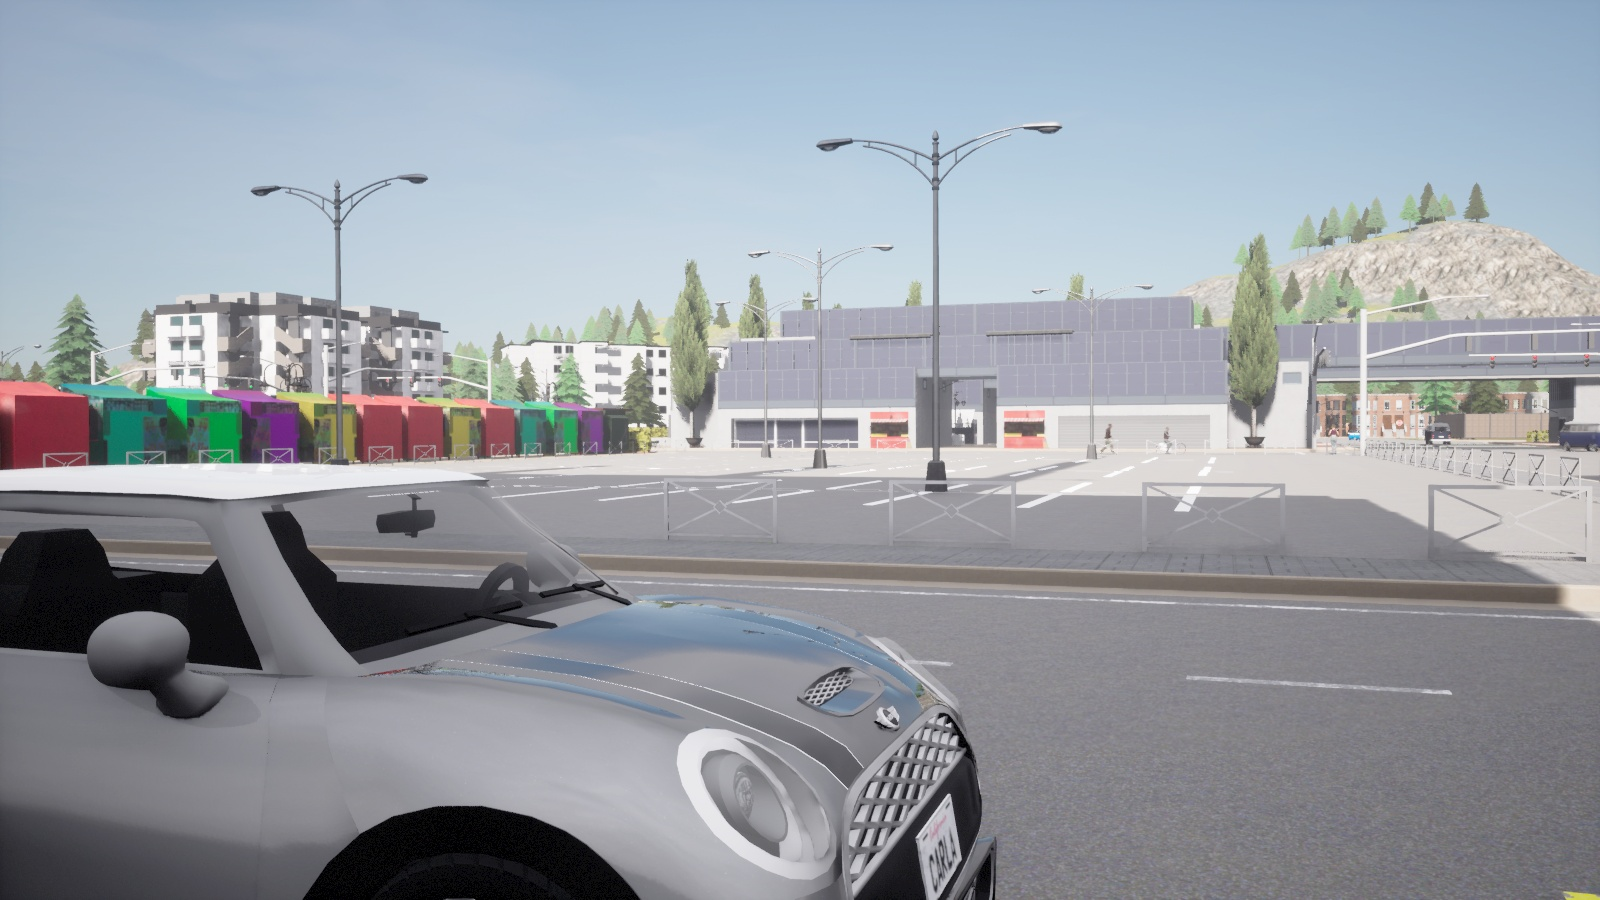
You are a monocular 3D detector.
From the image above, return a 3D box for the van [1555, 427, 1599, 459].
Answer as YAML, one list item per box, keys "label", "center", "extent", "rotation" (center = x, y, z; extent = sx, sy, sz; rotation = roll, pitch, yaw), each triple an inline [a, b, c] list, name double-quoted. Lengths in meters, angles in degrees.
- label: "van"
  center: [51.699, -0.487, 82.167]
  extent: [1.775, 1.987, 4.442]
  rotation: [0, 1, -3]

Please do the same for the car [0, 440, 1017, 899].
- label: "car"
  center: [-1.428, 0.728, 3.672]
  extent: [3.806, 1.475, 1.970]
  rotation: [1, 1, 18]

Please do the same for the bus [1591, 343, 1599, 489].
- label: "bus"
  center: [23.858, -0.917, 31.965]
  extent: [3.944, 4.253, 10.273]
  rotation: [1, 1, 19]

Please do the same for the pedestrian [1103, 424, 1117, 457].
- label: "pedestrian"
  center: [17.759, -0.546, 72.024]
  extent: [0.703, 1.840, 0.431]
  rotation: [1, 1, 24]

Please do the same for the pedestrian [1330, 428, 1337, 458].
- label: "pedestrian"
  center: [32.786, -0.449, 77.122]
  extent: [0.345, 1.836, 0.594]
  rotation: [1, 1, 19]
